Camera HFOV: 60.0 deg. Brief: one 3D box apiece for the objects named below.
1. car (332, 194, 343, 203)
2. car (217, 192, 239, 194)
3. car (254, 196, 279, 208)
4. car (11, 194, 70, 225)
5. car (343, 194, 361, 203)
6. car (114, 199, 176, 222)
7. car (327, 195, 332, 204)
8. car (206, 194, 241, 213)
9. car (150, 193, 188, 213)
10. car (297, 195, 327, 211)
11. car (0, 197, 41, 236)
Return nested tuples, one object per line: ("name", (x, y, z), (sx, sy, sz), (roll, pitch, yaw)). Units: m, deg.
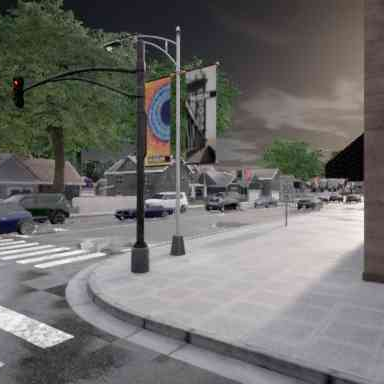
("car", (26.664, 1.146, 61.473), (1.837, 1.490, 4.892), (0, 0, 36))
("car", (4.094, 1.004, 41.389), (2.150, 2.045, 5.566), (0, 0, 35))
("car", (9.798, 1.248, 43.756), (2.128, 1.511, 4.902), (0, 0, 36))
("car", (-10.475, 1.143, 21.055), (2.150, 2.045, 5.566), (0, 0, 35))
("car", (28.276, 1.155, 58.144), (1.837, 1.490, 4.892), (0, 0, 36))
("car", (-3.593, 1.482, 25.090), (1.895, 1.301, 4.718), (0, 0, 36))
("car", (20.029, 1.172, 52.192), (1.882, 1.535, 5.008), (0, 0, 36))
("car", (3.300, 1.293, 34.711), (1.882, 1.535, 5.008), (0, 0, 36))
("car", (-2.637, 1.069, 31.990), (2.150, 2.045, 5.566), (0, 0, 35))
("car", (13.260, 1.280, 37.140), (1.837, 1.490, 4.892), (0, 0, 36))
("car", (-9.901, 1.297, 15.580), (2.097, 1.767, 4.553), (0, 0, 29))
